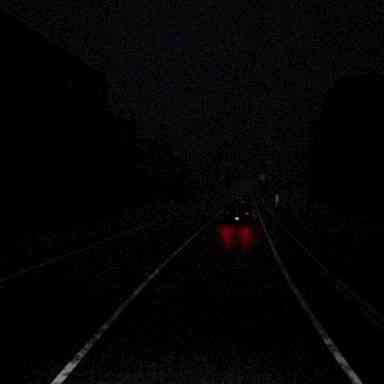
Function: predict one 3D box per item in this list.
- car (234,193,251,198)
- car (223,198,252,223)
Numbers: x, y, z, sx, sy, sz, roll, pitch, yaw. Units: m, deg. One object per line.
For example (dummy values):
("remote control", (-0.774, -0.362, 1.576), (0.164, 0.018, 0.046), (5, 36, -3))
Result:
("car", (6.271, 0.922, 41.399), (2.128, 1.511, 4.902), (1, 2, 10))
("car", (3.290, 1.390, 23.688), (1.895, 1.301, 4.718), (1, 1, 9))
